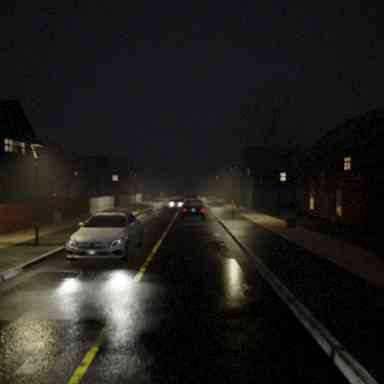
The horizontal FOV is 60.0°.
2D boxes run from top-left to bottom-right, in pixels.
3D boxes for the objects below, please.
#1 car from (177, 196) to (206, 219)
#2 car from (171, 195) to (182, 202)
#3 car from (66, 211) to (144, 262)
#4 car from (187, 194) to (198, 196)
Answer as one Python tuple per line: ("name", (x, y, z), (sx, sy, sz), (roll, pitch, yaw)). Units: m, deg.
("car", (0.108, 1.325, 26.432), (2.033, 1.411, 5.357), (0, 0, 0))
("car", (-2.739, 1.104, 59.792), (1.895, 1.301, 4.718), (0, 0, 0))
("car", (-2.861, 1.426, 11.816), (1.812, 1.442, 4.674), (0, 1, 0))
("car", (0.109, 1.001, 41.913), (2.097, 1.767, 4.553), (0, 0, 0))
